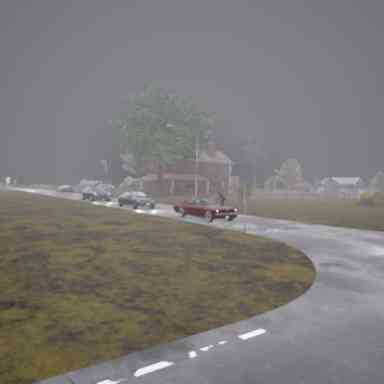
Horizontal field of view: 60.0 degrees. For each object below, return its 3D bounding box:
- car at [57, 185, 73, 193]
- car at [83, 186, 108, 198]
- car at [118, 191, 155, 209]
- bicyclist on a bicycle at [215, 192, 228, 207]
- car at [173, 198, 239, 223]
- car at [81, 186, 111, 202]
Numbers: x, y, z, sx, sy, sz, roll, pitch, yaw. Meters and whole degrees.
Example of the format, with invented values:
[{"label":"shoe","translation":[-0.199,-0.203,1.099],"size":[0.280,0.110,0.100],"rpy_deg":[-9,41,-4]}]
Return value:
[{"label":"car","translation":[-22.453,-0.517,58.843],"size":[1.812,1.442,4.674],"rpy_deg":[1,2,-36]},{"label":"car","translation":[-13.525,-0.003,46.358],"size":[1.812,1.442,4.674],"rpy_deg":[1,2,-36]},{"label":"car","translation":[-4.984,0.646,29.332],"size":[1.812,1.442,4.674],"rpy_deg":[1,2,-36]},{"label":"bicyclist on a bicycle","translation":[2.509,0.799,29.137],"size":[1.656,1.620,0.582],"rpy_deg":[1,1,-36]},{"label":"car","translation":[0.795,1.090,21.236],"size":[1.895,1.301,4.718],"rpy_deg":[1,2,-36]},{"label":"car","translation":[-10.824,0.110,37.519],"size":[2.097,1.767,4.553],"rpy_deg":[1,2,-36]}]
